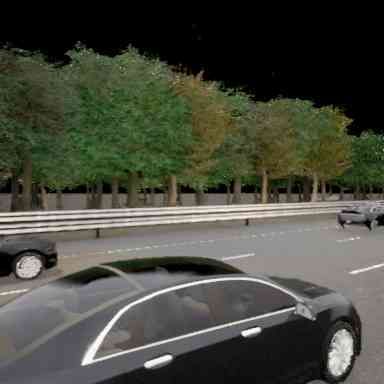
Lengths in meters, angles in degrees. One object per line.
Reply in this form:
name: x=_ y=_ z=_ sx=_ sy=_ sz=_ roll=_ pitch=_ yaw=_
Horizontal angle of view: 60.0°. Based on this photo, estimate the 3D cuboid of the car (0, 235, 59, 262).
car: x=-5.923 y=1.478 z=8.121 sx=5.008 sy=1.535 sz=1.882 roll=0 pitch=0 yaw=-36

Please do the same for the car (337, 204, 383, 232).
car: x=10.732 y=1.458 z=20.003 sx=4.902 sy=1.511 sz=2.128 roll=0 pitch=0 yaw=-35

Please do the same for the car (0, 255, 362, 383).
car: x=0.011 y=1.501 z=3.754 sx=4.892 sy=1.490 sz=1.837 roll=0 pitch=0 yaw=-36
